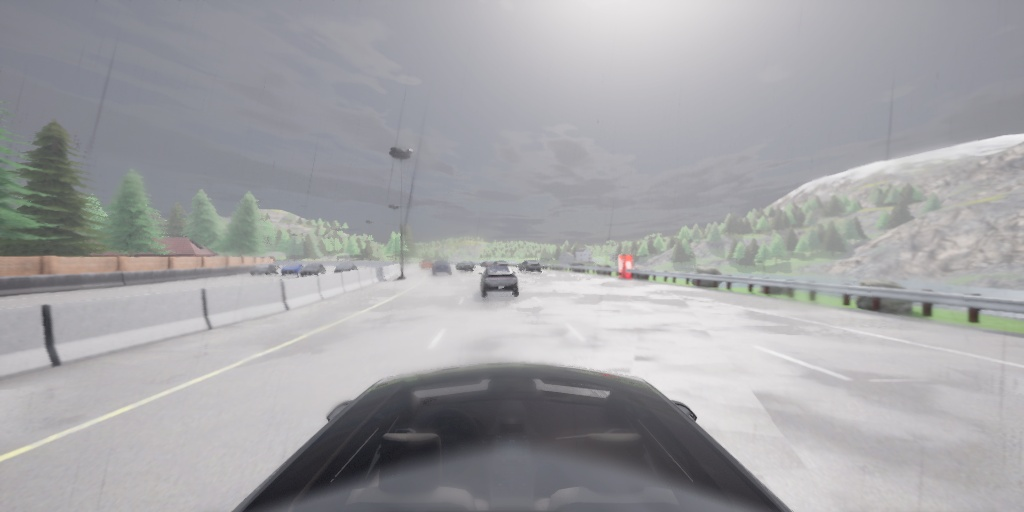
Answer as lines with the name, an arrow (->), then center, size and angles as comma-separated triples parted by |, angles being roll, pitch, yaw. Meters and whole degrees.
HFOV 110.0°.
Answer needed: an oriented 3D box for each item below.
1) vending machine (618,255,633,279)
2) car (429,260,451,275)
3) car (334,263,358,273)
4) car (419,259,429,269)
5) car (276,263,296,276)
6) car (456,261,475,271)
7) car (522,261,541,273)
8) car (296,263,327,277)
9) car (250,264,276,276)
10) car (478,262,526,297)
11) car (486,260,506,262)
vending machine -> 9.792, 0.867, 30.840 | 1.100, 2.100, 0.880 | 0, 0, -9
car -> -8.510, 1.277, 42.983 | 2.097, 1.767, 4.553 | -1, 0, -14
car -> -19.146, 1.537, 41.607 | 1.882, 1.535, 5.008 | -1, 0, -14
car -> -15.175, 1.396, 63.557 | 2.097, 1.767, 4.553 | -1, 0, -22
car -> -27.399, 1.648, 45.129 | 1.882, 1.535, 5.008 | -1, 0, -16
car -> -6.910, 1.520, 51.592 | 1.895, 1.301, 4.718 | -1, 0, -18
car -> 2.108, 1.296, 43.847 | 1.837, 1.490, 4.892 | 0, 0, -14
car -> -22.612, 1.607, 40.967 | 1.837, 1.490, 4.892 | -1, 0, -15
car -> -30.989, 1.742, 44.968 | 1.812, 1.442, 4.674 | -1, 0, -16
car -> -0.771, 1.280, 19.388 | 2.128, 1.511, 4.902 | -1, 0, -6
car -> -1.494, 1.342, 43.847 | 1.837, 1.490, 4.892 | 0, 0, -14
